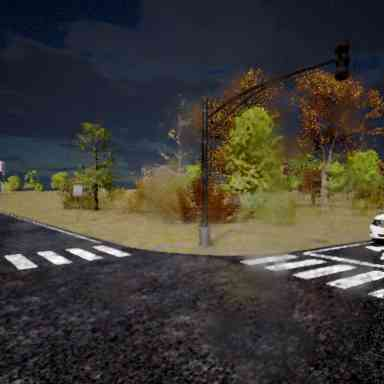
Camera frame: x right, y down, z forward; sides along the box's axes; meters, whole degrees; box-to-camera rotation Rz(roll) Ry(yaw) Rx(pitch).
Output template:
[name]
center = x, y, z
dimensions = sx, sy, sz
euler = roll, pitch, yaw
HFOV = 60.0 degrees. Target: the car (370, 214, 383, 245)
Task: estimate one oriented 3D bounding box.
[car]
center = 10.332, 1.329, 15.026
dimensions = 5.566, 2.045, 2.150
euler = 1, 0, -35
